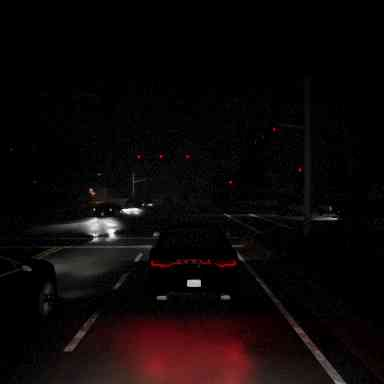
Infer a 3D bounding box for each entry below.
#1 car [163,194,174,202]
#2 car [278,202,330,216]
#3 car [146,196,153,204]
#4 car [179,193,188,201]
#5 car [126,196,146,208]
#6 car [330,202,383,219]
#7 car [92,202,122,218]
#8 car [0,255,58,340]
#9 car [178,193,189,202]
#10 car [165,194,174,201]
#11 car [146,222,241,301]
[{"bbox_3d":[-5.427,1.556,74.575,2.033,1.411,5.357,0,0,-1],"label":"car"},{"bbox_3d":[10.861,1.611,32.384,4.718,1.301,1.895,0,0,-2],"label":"car"},{"bbox_3d":[-8.704,1.498,63.970,1.882,1.535,5.008,0,0,-1],"label":"car"},{"bbox_3d":[-2.195,1.252,85.009,2.150,2.045,5.566,0,0,-1],"label":"car"},{"bbox_3d":[-8.337,1.507,48.058,2.128,1.511,4.902,0,0,-1],"label":"car"},{"bbox_3d":[14.757,1.573,28.995,4.181,1.385,1.994,0,0,-2],"label":"car"},{"bbox_3d":[-7.803,1.611,30.943,1.895,1.301,4.718,0,0,-2],"label":"car"},{"bbox_3d":[-3.468,1.493,4.420,2.128,1.511,4.902,0,0,0],"label":"car"},{"bbox_3d":[-1.912,1.249,74.276,2.150,2.045,5.566,0,0,-1],"label":"car"},{"bbox_3d":[-5.701,1.297,85.180,2.097,1.767,4.553,0,0,-1],"label":"car"},{"bbox_3d":[0.000,1.480,8.412,1.882,1.535,5.008,0,0,-1],"label":"car"}]
